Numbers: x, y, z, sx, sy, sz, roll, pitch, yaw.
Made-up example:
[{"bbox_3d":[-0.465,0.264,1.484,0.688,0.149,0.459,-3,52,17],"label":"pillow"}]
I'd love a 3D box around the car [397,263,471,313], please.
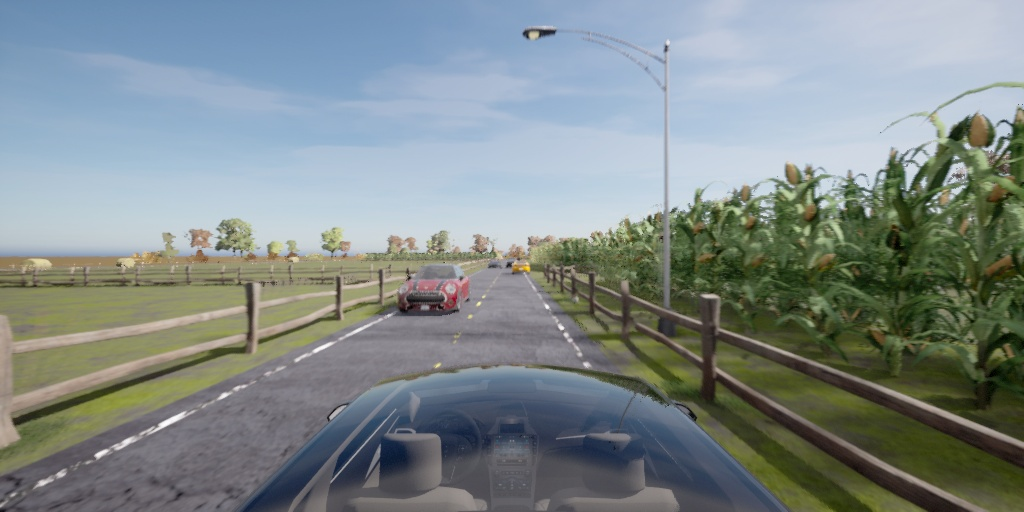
[{"bbox_3d":[-2.847,1.100,13.978,2.097,1.767,4.553,0,0,0],"label":"car"}]

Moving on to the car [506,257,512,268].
[{"bbox_3d":[0.006,1.226,58.630,1.882,1.535,5.008,0,0,0],"label":"car"}]

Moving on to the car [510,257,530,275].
[{"bbox_3d":[0.966,1.225,40.061,1.882,1.535,5.008,0,0,0],"label":"car"}]

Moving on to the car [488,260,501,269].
[{"bbox_3d":[-2.788,1.311,57.999,1.994,1.385,4.181,0,0,1],"label":"car"}]
